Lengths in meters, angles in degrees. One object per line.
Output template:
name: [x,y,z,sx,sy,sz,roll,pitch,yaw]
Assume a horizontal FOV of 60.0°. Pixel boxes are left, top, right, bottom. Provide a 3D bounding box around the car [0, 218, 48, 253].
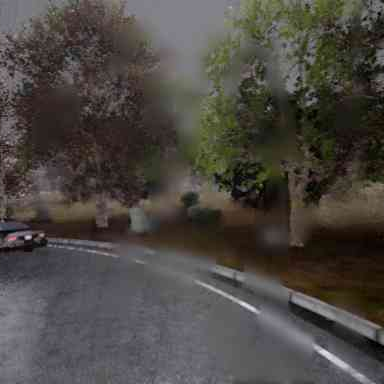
car: [-8.298,1.795,13.553,5.357,1.411,2.033,-1,0,28]
